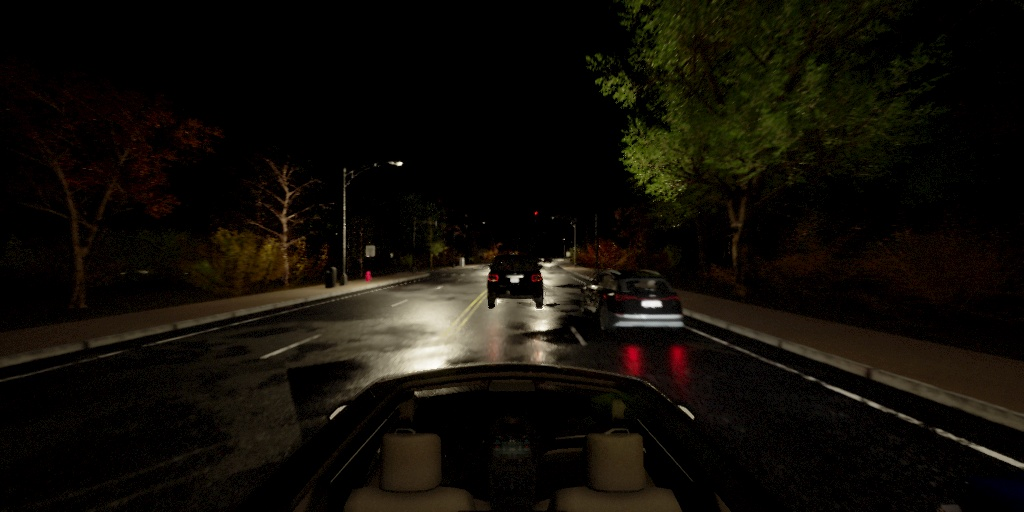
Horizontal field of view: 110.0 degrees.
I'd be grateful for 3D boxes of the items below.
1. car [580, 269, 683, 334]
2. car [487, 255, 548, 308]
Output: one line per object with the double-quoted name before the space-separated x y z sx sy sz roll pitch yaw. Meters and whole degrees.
"car" 3.301 1.189 10.667 2.033 1.649 4.856 0 0 1
"car" 0.162 0.972 15.438 2.150 2.045 5.566 0 0 1
